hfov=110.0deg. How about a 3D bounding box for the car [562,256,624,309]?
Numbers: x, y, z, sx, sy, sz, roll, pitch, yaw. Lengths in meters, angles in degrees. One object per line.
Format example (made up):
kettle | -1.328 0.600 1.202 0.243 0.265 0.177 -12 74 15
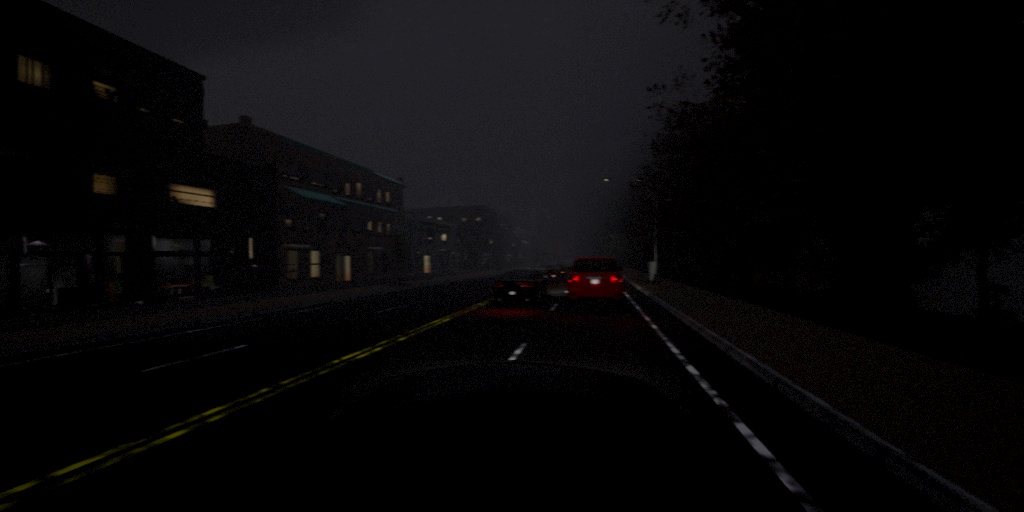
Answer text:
car | 3.618 1.028 15.649 2.150 2.045 5.566 -1 0 13

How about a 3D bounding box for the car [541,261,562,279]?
car | 3.886 1.452 31.335 1.812 1.442 4.674 -1 0 13

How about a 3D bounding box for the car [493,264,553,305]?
car | 0.561 1.335 16.822 1.882 1.535 5.008 -1 0 13
